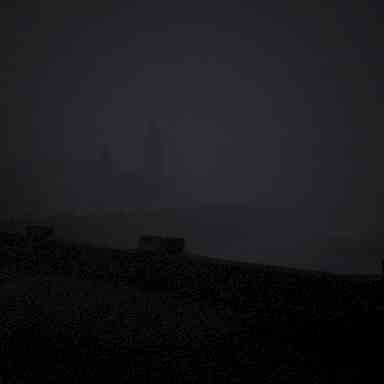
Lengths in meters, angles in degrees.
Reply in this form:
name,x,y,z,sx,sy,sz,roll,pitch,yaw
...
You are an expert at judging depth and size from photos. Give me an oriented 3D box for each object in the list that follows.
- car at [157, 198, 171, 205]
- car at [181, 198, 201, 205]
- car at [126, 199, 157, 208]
name,x,y,z,sx,sy,sz,roll,pitch,yaw
car,-6.355,1.948,64.522,2.033,1.411,5.357,-1,0,36
car,-0.127,1.855,66.370,2.128,1.511,4.902,-1,0,35
car,-8.571,1.871,54.510,1.837,1.490,4.892,-1,0,36
